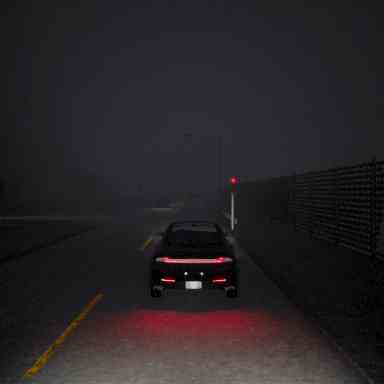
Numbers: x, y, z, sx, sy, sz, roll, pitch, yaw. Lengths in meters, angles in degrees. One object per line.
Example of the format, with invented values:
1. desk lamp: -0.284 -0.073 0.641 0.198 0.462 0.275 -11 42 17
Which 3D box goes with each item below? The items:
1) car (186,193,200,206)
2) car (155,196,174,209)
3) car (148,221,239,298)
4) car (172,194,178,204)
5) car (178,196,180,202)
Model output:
1. car: 0.142 1.221 54.250 2.150 2.045 5.566 0 0 0
2. car: -4.062 1.547 46.192 2.033 1.411 5.357 0 0 0
3. car: 0.055 1.491 8.524 2.128 1.511 4.902 0 0 1
4. car: -4.023 1.506 61.124 1.837 1.490 4.892 0 0 0
5. car: -3.941 1.355 76.273 2.097 1.767 4.553 0 0 0
